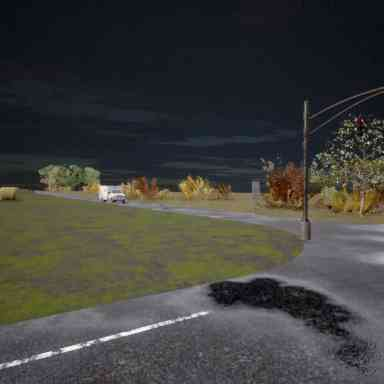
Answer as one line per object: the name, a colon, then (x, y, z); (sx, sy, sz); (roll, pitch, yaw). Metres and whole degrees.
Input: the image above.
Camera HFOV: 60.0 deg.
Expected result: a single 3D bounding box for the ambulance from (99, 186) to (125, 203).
ambulance: (-11.962, 0.340, 50.020); (2.351, 2.431, 6.366); (2, 0, -32)
